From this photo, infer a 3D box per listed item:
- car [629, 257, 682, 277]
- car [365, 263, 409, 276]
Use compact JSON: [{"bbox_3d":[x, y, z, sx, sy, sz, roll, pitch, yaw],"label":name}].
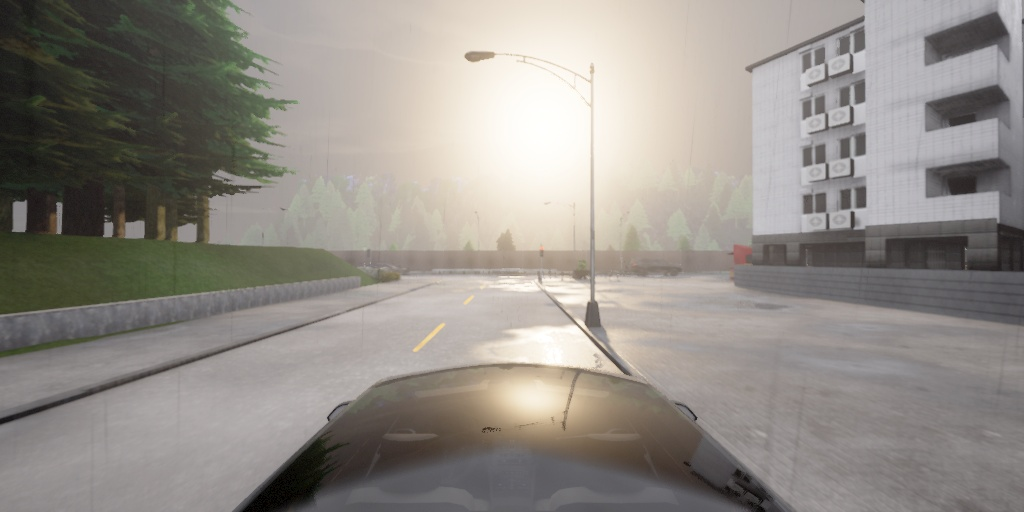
[{"bbox_3d":[16.017,1.172,40.180,5.566,2.045,2.150,0,-1,0],"label":"car"},{"bbox_3d":[-14.373,1.487,40.162,5.357,1.411,2.033,0,-1,0],"label":"car"}]
